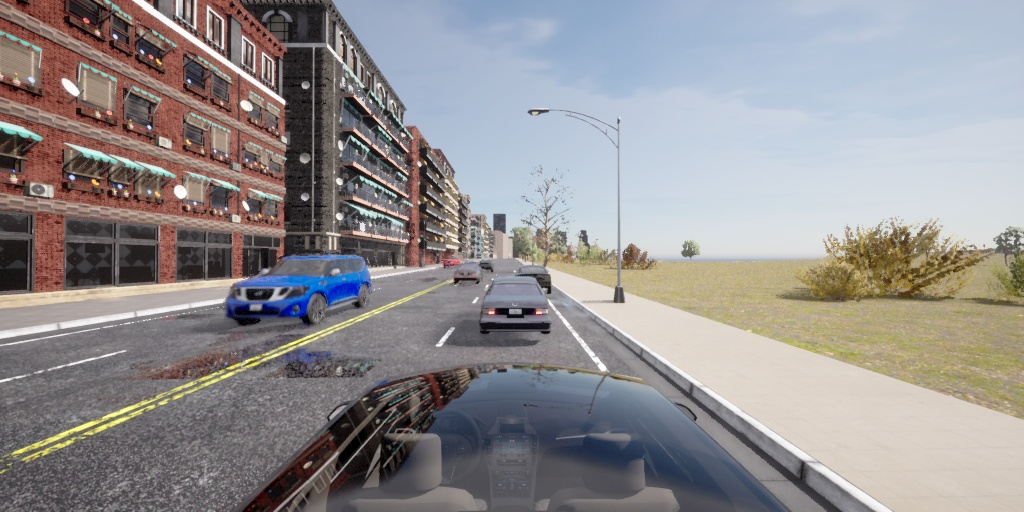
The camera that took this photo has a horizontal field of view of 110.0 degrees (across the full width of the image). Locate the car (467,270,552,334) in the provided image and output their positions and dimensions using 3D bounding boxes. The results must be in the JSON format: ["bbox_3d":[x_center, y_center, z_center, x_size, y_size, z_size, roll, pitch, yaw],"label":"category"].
[{"bbox_3d":[0.093,1.299,10.586,2.033,1.411,5.357,0,0,0],"label":"car"}]

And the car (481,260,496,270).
[{"bbox_3d":[-3.194,1.251,45.011,1.837,1.490,4.892,0,-1,0],"label":"car"}]

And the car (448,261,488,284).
[{"bbox_3d":[-3.183,1.300,27.104,2.033,1.411,5.357,0,0,0],"label":"car"}]

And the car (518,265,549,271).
[{"bbox_3d":[1.118,1.230,20.350,1.882,1.535,5.008,0,0,0],"label":"car"}]

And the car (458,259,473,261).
[{"bbox_3d":[-6.645,1.314,55.402,1.994,1.385,4.181,0,0,0],"label":"car"}]

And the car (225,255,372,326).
[{"bbox_3d":[-6.613,0.973,12.015,2.150,2.045,5.566,0,0,0],"label":"car"}]

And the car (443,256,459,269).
[{"bbox_3d":[-9.889,0.974,58.977,2.150,2.045,5.566,0,0,0],"label":"car"}]
